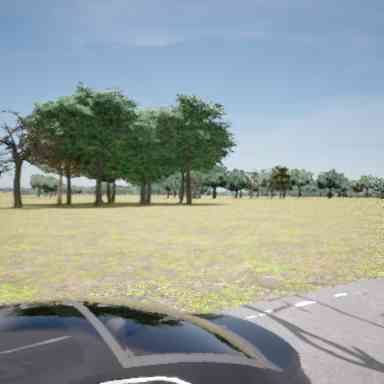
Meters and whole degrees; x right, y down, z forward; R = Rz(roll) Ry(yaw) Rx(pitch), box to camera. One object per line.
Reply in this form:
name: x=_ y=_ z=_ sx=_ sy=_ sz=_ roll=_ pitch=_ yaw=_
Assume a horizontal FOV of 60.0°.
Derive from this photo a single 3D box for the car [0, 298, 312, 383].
car: x=-1.382 y=1.488 z=1.508 sx=4.892 sy=1.490 sz=1.837 roll=0 pitch=0 yaw=-34
